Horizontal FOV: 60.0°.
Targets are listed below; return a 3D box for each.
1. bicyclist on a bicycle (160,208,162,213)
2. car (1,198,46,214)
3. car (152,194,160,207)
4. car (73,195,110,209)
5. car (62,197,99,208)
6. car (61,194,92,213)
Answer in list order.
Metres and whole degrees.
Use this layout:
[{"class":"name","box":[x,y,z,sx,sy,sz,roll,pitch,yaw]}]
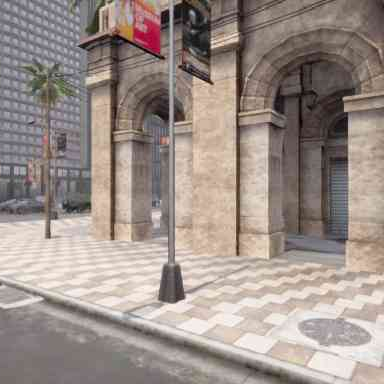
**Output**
[{"class":"bicyclist on a bicycle","box":[-2.370,1.300,31.537,1.656,1.620,0.582,0,0,36]},{"class":"car","box":[-17.418,1.564,35.396,1.994,1.385,4.181,0,0,36]},{"class":"car","box":[-6.846,1.505,50.151,1.837,1.490,4.892,0,0,36]},{"class":"car","box":[-13.915,1.352,46.300,2.097,1.767,4.553,0,0,35]},{"class":"car","box":[-16.192,1.513,48.434,2.161,1.482,4.786,0,0,35]},{"class":"car","box":[-11.692,1.221,37.021,2.150,2.045,5.566,0,0,36]}]
